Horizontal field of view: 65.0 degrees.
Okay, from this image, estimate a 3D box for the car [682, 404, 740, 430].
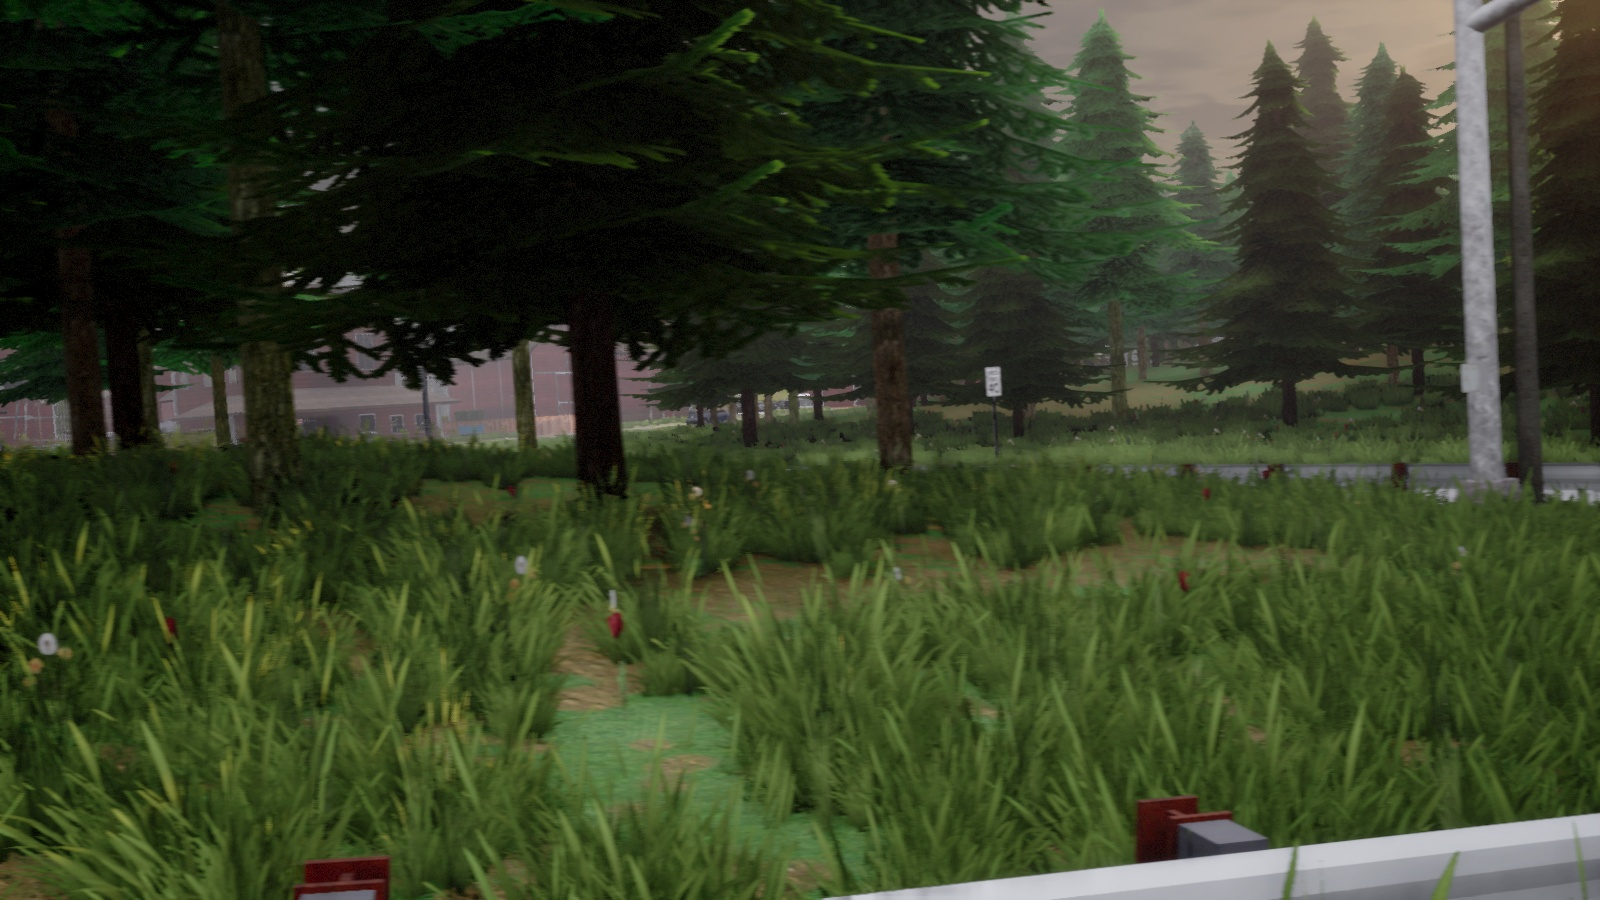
[{"bbox_3d":[-6.705,-2.494,95.250,3.988,1.617,1.851,-7,4,-43],"label":"car"}]
